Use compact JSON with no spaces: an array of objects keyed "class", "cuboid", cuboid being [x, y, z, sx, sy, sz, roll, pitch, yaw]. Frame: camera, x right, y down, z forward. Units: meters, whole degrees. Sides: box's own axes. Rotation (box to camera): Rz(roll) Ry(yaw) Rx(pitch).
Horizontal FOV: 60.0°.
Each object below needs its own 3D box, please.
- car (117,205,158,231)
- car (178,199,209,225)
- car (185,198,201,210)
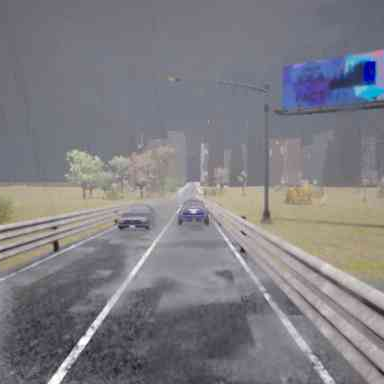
[{"class":"car","cuboid":[-3.288,1.541,21.050,2.033,1.411,5.357,0,0,1]},{"class":"car","cuboid":[0.105,1.345,24.217,2.097,1.767,4.553,0,0,0]},{"class":"car","cuboid":[0.108,1.551,42.485,1.994,1.385,4.181,0,0,0]}]
